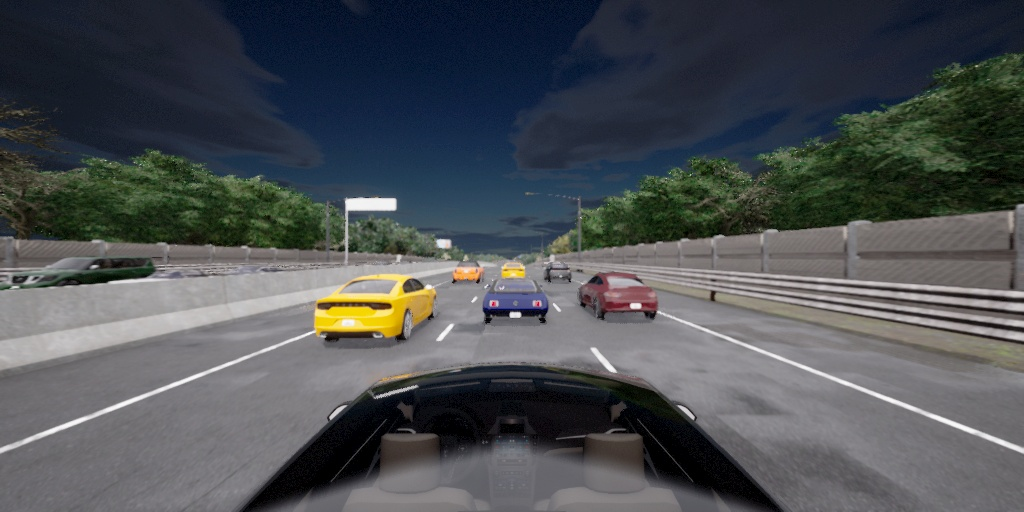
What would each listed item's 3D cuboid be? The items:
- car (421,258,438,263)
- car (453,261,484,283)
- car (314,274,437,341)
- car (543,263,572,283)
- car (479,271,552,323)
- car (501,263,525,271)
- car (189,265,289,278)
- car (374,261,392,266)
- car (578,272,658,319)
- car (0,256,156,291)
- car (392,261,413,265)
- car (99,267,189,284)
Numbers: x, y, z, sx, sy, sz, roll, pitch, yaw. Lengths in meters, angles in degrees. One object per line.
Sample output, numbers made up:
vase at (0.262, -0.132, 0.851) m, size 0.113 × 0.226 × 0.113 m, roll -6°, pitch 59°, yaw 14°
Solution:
car at (-14.010, 1.321, 61.144) m, size 2.150 × 2.045 × 5.566 m, roll 0°, pitch -1°, yaw 1°
car at (-3.391, 1.170, 28.679) m, size 2.097 × 1.767 × 4.553 m, roll 0°, pitch 0°, yaw 0°
car at (-3.399, 1.240, 9.924) m, size 1.882 × 1.535 × 5.008 m, roll 0°, pitch 0°, yaw 0°
car at (3.611, 1.310, 28.904) m, size 2.128 × 1.511 × 4.902 m, roll 0°, pitch 0°, yaw 0°
car at (0.104, 1.368, 12.242) m, size 1.895 × 1.301 × 4.718 m, roll 0°, pitch 0°, yaw 0°
car at (0.112, 1.302, 30.474) m, size 1.882 × 1.535 × 5.008 m, roll 0°, pitch 0°, yaw 0°
car at (-14.092, 1.278, 19.428) m, size 2.128 × 1.511 × 4.902 m, roll 0°, pitch 0°, yaw 0°
car at (-21.015, 1.557, 58.570) m, size 2.128 × 1.511 × 4.902 m, roll 0°, pitch -1°, yaw 1°
car at (3.604, 1.294, 12.731) m, size 1.812 × 1.442 × 4.674 m, roll 0°, pitch 0°, yaw 0°
car at (-21.093, 1.004, 18.003) m, size 2.150 × 2.045 × 5.566 m, roll 0°, pitch 0°, yaw 0°
car at (-17.520, 1.574, 58.996) m, size 1.837 × 1.490 × 4.892 m, roll 0°, pitch -1°, yaw 1°
car at (-17.593, 1.385, 18.569) m, size 1.895 × 1.301 × 4.718 m, roll 0°, pitch 0°, yaw 0°
